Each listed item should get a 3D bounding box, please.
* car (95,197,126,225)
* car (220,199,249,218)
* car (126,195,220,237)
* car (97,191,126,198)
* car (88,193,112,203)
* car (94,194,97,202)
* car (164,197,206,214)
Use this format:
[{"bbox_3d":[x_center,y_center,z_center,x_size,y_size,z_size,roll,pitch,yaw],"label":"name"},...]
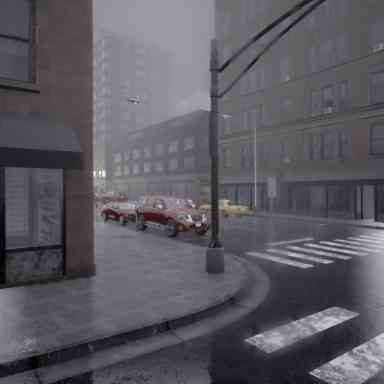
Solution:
[{"bbox_3d":[-4.393,1.288,21.520,1.887,1.381,4.507,1,0,-36],"label":"car"},{"bbox_3d":[2.419,1.222,26.648,1.752,1.417,4.829,1,0,-36],"label":"car"},{"bbox_3d":[-1.175,1.138,17.079,2.192,1.841,5.009,1,0,-36],"label":"car"},{"bbox_3d":[-10.333,0.717,44.274,2.192,1.841,5.009,1,0,-36],"label":"car"},{"bbox_3d":[-13.549,0.883,48.717,2.008,1.369,4.403,1,0,-36],"label":"car"},{"bbox_3d":[-14.228,0.882,45.174,1.837,1.490,4.892,0,1,-35],"label":"car"},{"bbox_3d":[-0.695,1.203,30.952,1.802,1.307,4.206,1,0,-36],"label":"car"}]
